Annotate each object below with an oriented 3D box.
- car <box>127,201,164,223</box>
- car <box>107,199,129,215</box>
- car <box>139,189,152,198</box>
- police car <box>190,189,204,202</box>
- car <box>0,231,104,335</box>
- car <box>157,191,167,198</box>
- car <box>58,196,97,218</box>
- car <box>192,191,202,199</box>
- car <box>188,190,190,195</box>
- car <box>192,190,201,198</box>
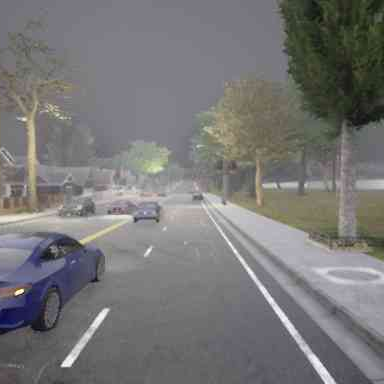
[{"bbox_3d":[-3.151,1.452,24.823,2.033,1.411,5.357,0,1,0],"label":"car"},{"bbox_3d":[-6.597,1.395,31.262,1.994,1.385,4.181,0,1,0],"label":"car"},{"bbox_3d":[-9.759,0.309,69.920,2.097,1.767,4.553,0,1,0],"label":"car"},{"bbox_3d":[0.968,0.750,56.046,1.930,1.638,5.238,0,1,0],"label":"police car"},{"bbox_3d":[-3.149,1.515,6.642,1.812,1.442,4.674,0,0,0],"label":"car"},{"bbox_3d":[-6.509,0.421,71.711,1.882,1.535,5.008,0,1,0],"label":"car"},{"bbox_3d":[-9.850,1.214,28.798,2.097,1.767,4.553,0,1,0],"label":"car"},{"bbox_3d":[0.967,0.585,65.936,1.837,1.490,4.892,0,1,0],"label":"car"},{"bbox_3d":[-0.011,-0.023,89.391,1.882,1.535,5.008,0,1,0],"label":"car"},{"bbox_3d":[0.966,0.448,71.936,1.837,1.490,4.892,0,1,0],"label":"car"}]
